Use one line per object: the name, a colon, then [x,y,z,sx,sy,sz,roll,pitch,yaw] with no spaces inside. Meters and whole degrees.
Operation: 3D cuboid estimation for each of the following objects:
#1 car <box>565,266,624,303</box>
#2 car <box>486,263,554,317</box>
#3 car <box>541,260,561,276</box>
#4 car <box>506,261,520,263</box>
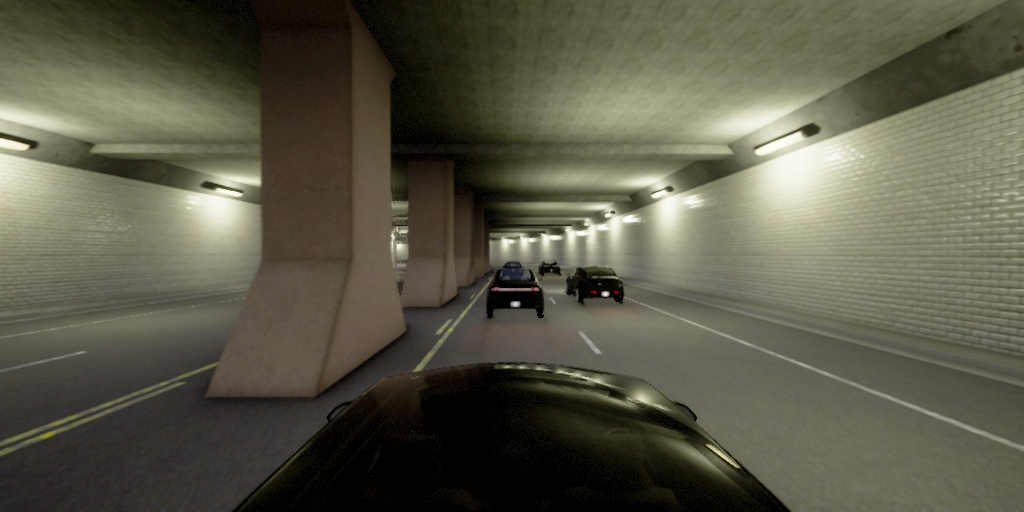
car: [3.603,1.195,16.229,1.837,1.490,4.892,0,0,0]
car: [0.103,1.194,12.952,2.128,1.511,4.902,0,0,0]
car: [3.605,1.101,35.060,2.128,1.511,4.902,0,0,0]
car: [0.105,1.171,31.630,2.033,1.411,5.357,0,0,0]
